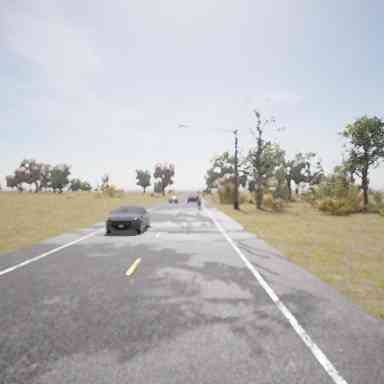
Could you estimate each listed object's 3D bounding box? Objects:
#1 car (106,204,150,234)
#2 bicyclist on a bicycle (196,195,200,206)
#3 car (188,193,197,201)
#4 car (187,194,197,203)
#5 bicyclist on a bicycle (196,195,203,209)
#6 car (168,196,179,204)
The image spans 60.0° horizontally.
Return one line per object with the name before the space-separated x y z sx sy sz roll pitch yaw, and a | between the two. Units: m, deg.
car | -3.595 1.458 19.359 1.882 1.535 5.008 0 0 0
bicyclist on a bicycle | 0.970 1.322 52.910 0.659 1.776 1.843 0 0 0
car | 0.010 1.214 80.321 2.097 1.767 4.553 0 0 0
car | 0.009 1.438 69.788 1.837 1.490 4.892 0 0 0
bicyclist on a bicycle | 0.984 1.396 43.015 0.866 1.612 1.509 0 0 0
car | -3.512 1.437 63.054 2.128 1.511 4.902 0 0 1
